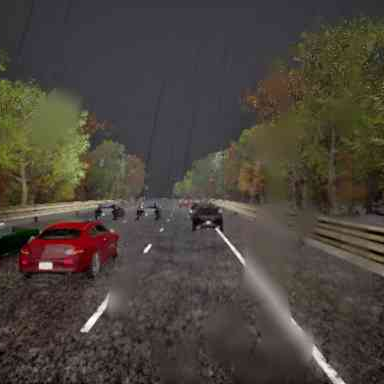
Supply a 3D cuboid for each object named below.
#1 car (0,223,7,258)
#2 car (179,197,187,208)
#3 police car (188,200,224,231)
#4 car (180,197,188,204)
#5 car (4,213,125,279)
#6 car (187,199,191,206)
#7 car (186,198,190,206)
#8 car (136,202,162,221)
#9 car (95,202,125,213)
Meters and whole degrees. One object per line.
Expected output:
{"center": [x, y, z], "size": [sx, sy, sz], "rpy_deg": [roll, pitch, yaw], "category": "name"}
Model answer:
{"center": [-6.958, 1.658, 11.119], "size": [1.895, 1.301, 4.718], "rpy_deg": [0, 0, 0], "category": "car"}
{"center": [-1.017, 1.725, 56.138], "size": [2.097, 1.767, 4.553], "rpy_deg": [0, 0, -2], "category": "car"}
{"center": [0.895, 1.540, 21.452], "size": [1.930, 1.638, 5.238], "rpy_deg": [0, 0, -1], "category": "police car"}
{"center": [-1.813, 1.868, 74.737], "size": [1.812, 1.442, 4.674], "rpy_deg": [0, -1, -3], "category": "car"}
{"center": [-3.445, 1.577, 10.100], "size": [1.812, 1.442, 4.674], "rpy_deg": [0, 0, 0], "category": "car"}
{"center": [0.721, 1.707, 31.405], "size": [1.812, 1.442, 4.674], "rpy_deg": [0, 0, -1], "category": "car"}
{"center": [0.579, 1.681, 37.633], "size": [1.801, 1.575, 5.366], "rpy_deg": [0, 0, -1], "category": "car"}
{"center": [-3.698, 1.658, 29.286], "size": [2.128, 1.511, 4.902], "rpy_deg": [0, 0, -1], "category": "car"}
{"center": [-7.201, 1.659, 29.375], "size": [2.128, 1.511, 4.902], "rpy_deg": [0, 0, -1], "category": "car"}
